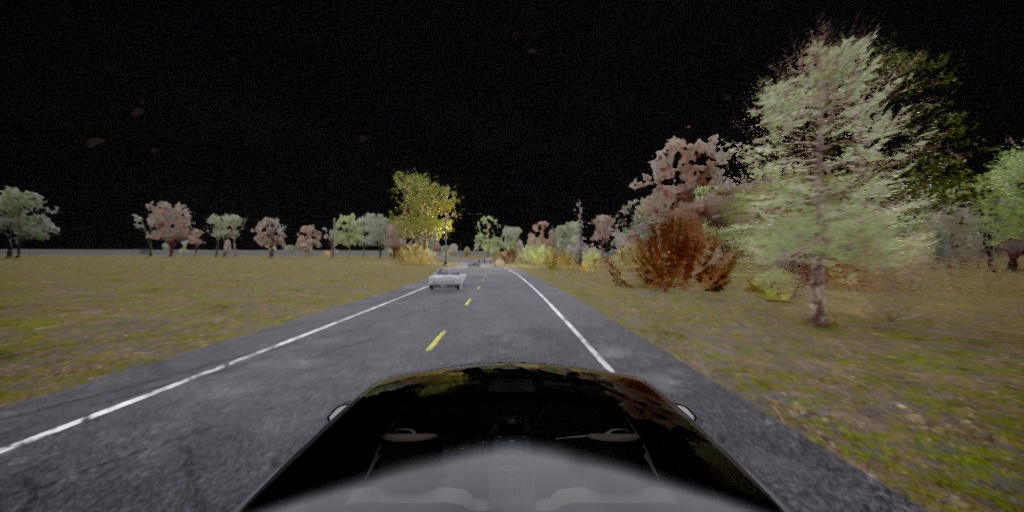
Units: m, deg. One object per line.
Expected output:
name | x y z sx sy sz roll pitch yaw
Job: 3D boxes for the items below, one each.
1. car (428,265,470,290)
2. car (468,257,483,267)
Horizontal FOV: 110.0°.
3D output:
car | -3.999 1.392 22.725 1.895 1.301 4.718 0 0 -2
car | -6.720 1.345 64.115 1.994 1.385 4.181 0 0 -5
